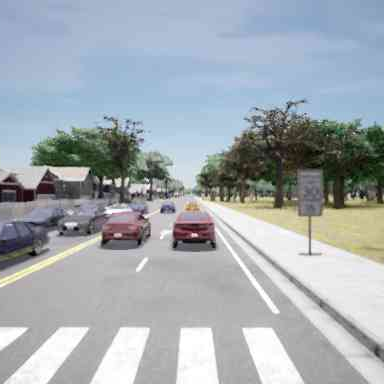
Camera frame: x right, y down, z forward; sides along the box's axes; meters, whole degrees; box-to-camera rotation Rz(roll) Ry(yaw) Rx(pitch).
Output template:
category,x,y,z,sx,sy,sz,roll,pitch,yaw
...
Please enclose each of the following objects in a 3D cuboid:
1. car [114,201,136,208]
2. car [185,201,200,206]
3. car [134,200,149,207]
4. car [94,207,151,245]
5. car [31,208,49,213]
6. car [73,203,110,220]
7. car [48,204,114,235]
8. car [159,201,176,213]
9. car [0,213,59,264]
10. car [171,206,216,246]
category,x,y,z,sx,sy,sz,roll,pitch,yaw
car,-6.590,1.841,30.144,1.812,1.442,4.674,0,-1,0
car,0.088,1.939,43.957,1.882,1.535,5.008,0,0,0
car,-6.563,1.773,40.532,2.097,1.767,4.553,0,-1,0
car,-3.152,1.701,16.464,1.812,1.442,4.674,0,-1,0
car,-9.853,1.782,22.526,2.033,1.411,5.357,0,-1,0
car,-9.837,1.890,33.063,2.033,1.411,5.357,0,-1,0
car,-6.606,1.707,20.504,2.128,1.511,4.902,0,-1,0
car,-3.155,1.987,44.215,1.812,1.442,4.674,0,0,0
car,-6.599,1.662,11.042,2.033,1.411,5.357,0,-1,0
car,0.098,1.653,16.172,1.882,1.535,5.008,0,-1,0
